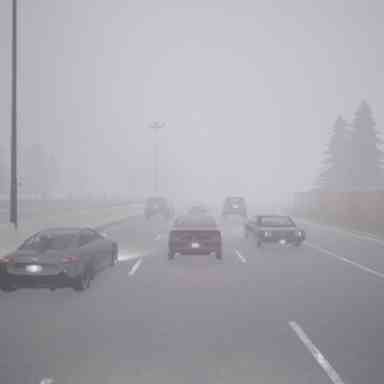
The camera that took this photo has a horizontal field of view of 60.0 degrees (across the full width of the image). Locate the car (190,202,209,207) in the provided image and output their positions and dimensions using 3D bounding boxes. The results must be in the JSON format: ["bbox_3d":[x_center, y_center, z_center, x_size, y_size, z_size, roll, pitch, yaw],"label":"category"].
[{"bbox_3d":[0.705,1.764,33.635,1.812,1.442,4.674,0,0,5],"label":"car"}]

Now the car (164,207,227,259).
[{"bbox_3d":[0.109,1.571,13.108,1.882,1.535,5.008,0,0,0],"label":"car"}]

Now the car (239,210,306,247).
[{"bbox_3d":[3.612,1.711,15.486,1.895,1.301,4.718,0,0,0],"label":"car"}]

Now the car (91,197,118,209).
[{"bbox_3d":[-13.730,1.726,52.562,2.097,1.767,4.553,0,0,15],"label":"car"}]

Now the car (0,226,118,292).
[{"bbox_3d":[-3.397,1.630,9.165,1.994,1.385,4.181,0,0,0],"label":"car"}]

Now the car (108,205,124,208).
[{"bbox_3d":[-10.454,1.842,51.282,1.882,1.535,5.008,0,0,15],"label":"car"}]

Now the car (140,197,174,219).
[{"bbox_3d":[-3.008,1.446,31.619,2.150,2.045,5.566,0,0,4],"label":"car"}]

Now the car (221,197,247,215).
[{"bbox_3d":[3.998,1.447,31.727,2.150,2.045,5.566,0,0,4],"label":"car"}]
